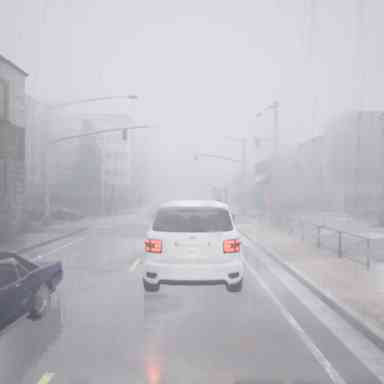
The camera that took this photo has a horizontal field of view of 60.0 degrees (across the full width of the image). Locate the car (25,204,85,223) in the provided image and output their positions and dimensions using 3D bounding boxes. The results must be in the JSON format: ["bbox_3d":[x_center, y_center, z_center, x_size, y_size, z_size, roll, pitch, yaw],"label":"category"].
[{"bbox_3d":[-11.014,1.698,26.732,4.674,1.442,1.812,0,0,-5],"label":"car"}]

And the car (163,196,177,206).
[{"bbox_3d":[-3.692,1.487,56.944,2.128,1.511,4.902,0,0,0],"label":"car"}]

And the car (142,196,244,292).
[{"bbox_3d":[0.036,1.221,9.050,2.150,2.045,5.566,0,0,1],"label":"car"}]

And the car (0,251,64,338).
[{"bbox_3d":[-3.563,1.600,4.583,1.895,1.301,4.718,0,0,0],"label":"car"}]

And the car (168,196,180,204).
[{"bbox_3d":[-3.643,1.543,67.582,2.033,1.411,5.357,0,0,0],"label":"car"}]

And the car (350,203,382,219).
[{"bbox_3d":[16.658,1.738,30.232,4.181,1.385,1.994,0,0,0],"label":"car"}]

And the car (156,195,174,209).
[{"bbox_3d":[-3.687,1.349,46.562,2.097,1.767,4.553,0,0,0],"label":"car"}]
